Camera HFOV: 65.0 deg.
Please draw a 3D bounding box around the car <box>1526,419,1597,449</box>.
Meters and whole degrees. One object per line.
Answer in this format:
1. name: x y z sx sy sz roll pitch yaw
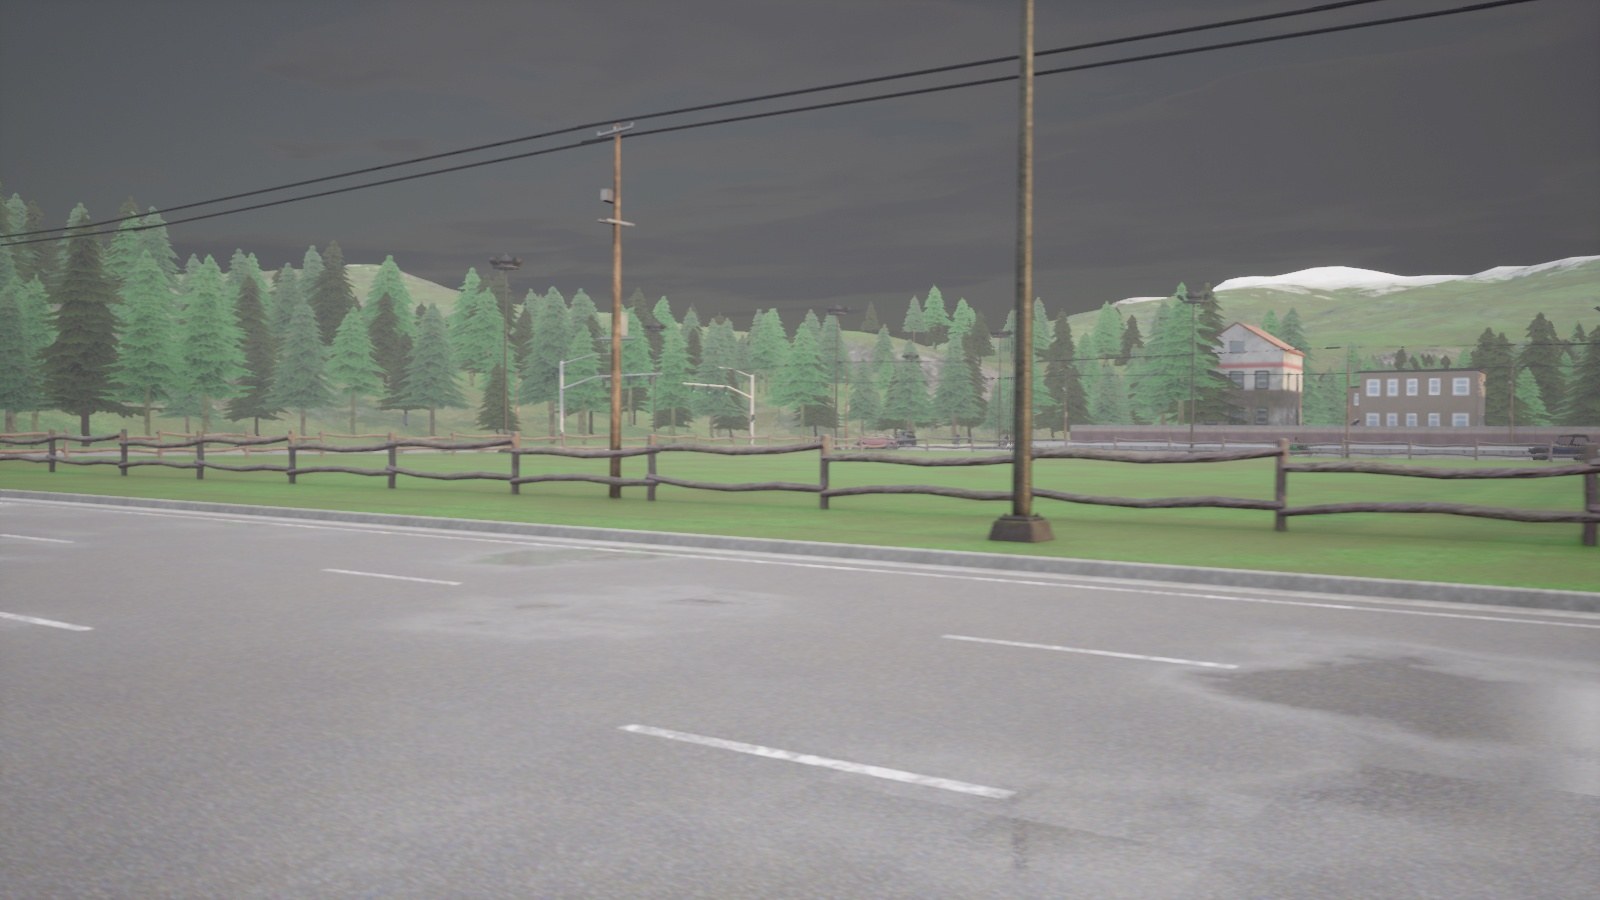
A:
1. car: 49.933 -1.045 82.331 3.866 1.878 1.905 0 1 34
